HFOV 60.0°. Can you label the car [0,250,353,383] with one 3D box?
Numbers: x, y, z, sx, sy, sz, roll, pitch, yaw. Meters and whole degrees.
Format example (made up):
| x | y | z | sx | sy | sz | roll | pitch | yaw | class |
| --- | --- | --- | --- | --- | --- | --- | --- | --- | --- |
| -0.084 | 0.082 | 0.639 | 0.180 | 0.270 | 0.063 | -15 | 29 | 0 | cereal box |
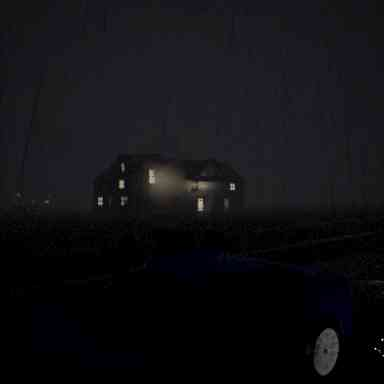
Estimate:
| x | y | z | sx | sy | sz | roll | pitch | yaw | class |
| --- | --- | --- | --- | --- | --- | --- | --- | --- | --- |
| -0.069 | 1.549 | 3.937 | 5.008 | 1.535 | 1.882 | 0 | -1 | -37 | car |
